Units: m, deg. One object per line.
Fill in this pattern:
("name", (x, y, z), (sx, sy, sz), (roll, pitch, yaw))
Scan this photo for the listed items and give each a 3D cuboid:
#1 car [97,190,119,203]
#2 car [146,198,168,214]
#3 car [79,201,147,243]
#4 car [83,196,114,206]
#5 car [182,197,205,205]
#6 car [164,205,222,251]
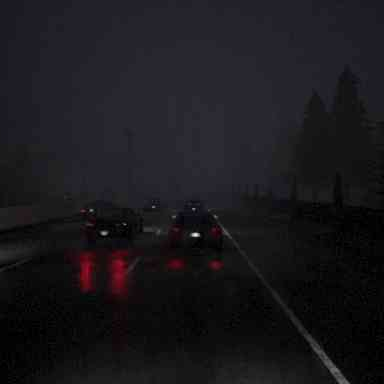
("car", (-13.964, 0.667, 55.591), (2.150, 2.045, 5.566), (0, 1, 1))
("car", (-3.356, 1.254, 31.136), (1.994, 1.385, 4.181), (0, 1, 0))
("car", (-3.393, 1.374, 15.129), (1.812, 1.442, 4.674), (0, 1, 0))
("car", (-6.864, 1.296, 25.196), (2.033, 1.411, 5.357), (0, 1, 0))
("car", (0.144, 1.199, 30.724), (1.837, 1.490, 4.892), (0, 1, 0))
("car", (0.119, 1.429, 13.453), (1.994, 1.385, 4.181), (0, 1, 0))
